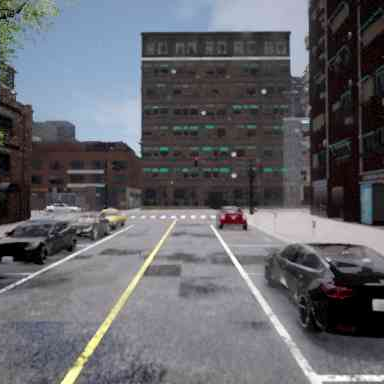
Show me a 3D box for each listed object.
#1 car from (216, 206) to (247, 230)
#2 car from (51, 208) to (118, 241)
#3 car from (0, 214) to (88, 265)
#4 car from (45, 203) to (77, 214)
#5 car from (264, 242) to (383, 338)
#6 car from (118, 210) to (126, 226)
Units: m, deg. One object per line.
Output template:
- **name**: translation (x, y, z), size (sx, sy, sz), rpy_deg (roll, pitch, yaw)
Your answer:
- **car**: translation (2.741, 1.738, 23.804), size (1.967, 1.590, 4.097), rpy_deg (1, -1, 0)
- **car**: translation (-5.652, 1.776, 18.058), size (2.008, 1.369, 4.403), rpy_deg (1, -1, 0)
- **car**: translation (-5.650, 1.720, 12.371), size (1.947, 1.339, 4.313), rpy_deg (1, -1, 0)
- **car**: translation (-16.514, 2.208, 42.871), size (4.674, 1.442, 1.812), rpy_deg (1, -2, 1)
- **car**: translation (2.700, 1.651, 6.747), size (1.947, 1.339, 4.313), rpy_deg (1, -1, 0)
- **car**: translation (-5.825, 1.820, 23.575), size (1.752, 1.417, 4.829), rpy_deg (1, -1, 0)
